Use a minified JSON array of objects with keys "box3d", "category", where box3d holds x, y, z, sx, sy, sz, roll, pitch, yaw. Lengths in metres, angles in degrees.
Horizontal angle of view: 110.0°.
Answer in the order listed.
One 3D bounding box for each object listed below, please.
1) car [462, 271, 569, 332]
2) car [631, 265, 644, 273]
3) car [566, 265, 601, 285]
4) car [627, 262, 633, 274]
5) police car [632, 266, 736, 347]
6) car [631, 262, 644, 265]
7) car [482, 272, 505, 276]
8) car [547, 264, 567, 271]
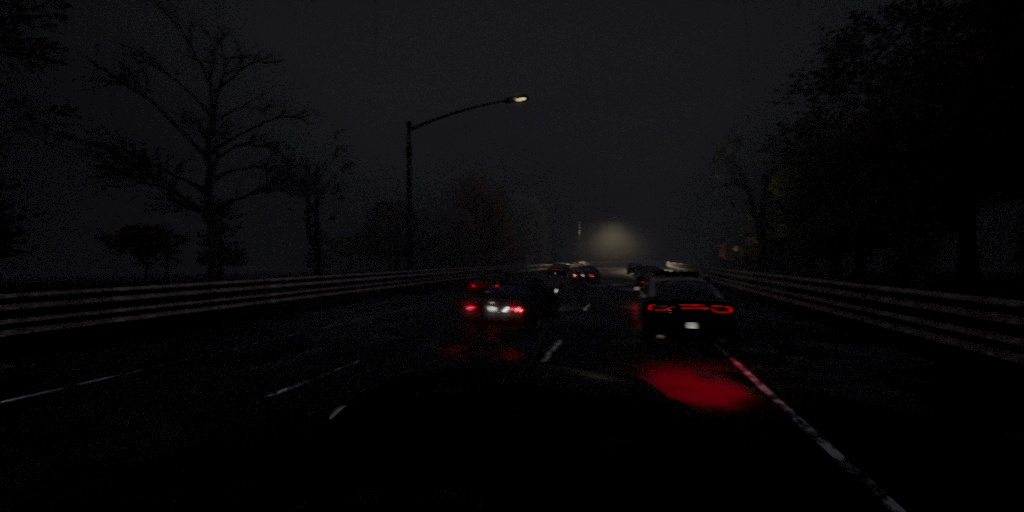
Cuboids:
[{"box3d":[0.271,1.385,11.327,2.033,1.411,5.357,-1,-1,18],"category":"car"},{"box3d":[7.421,1.385,19.022,1.812,1.442,4.674,-1,-1,18],"category":"car"},{"box3d":[6.060,1.512,28.884,2.033,1.411,5.357,-1,-1,19],"category":"car"},{"box3d":[15.882,1.548,46.221,1.882,1.535,5.008,-1,-1,21],"category":"car"},{"box3d":[4.418,1.217,9.731,1.930,1.638,5.238,-1,-1,18],"category":"police car"},{"box3d":[9.299,1.405,24.641,1.837,1.490,4.892,-1,-1,19],"category":"car"},{"box3d":[-0.618,1.527,19.966,1.895,1.301,4.718,-1,-1,18],"category":"car"},{"box3d":[4.894,1.524,36.170,1.882,1.535,5.008,-1,-1,19],"category":"car"}]
